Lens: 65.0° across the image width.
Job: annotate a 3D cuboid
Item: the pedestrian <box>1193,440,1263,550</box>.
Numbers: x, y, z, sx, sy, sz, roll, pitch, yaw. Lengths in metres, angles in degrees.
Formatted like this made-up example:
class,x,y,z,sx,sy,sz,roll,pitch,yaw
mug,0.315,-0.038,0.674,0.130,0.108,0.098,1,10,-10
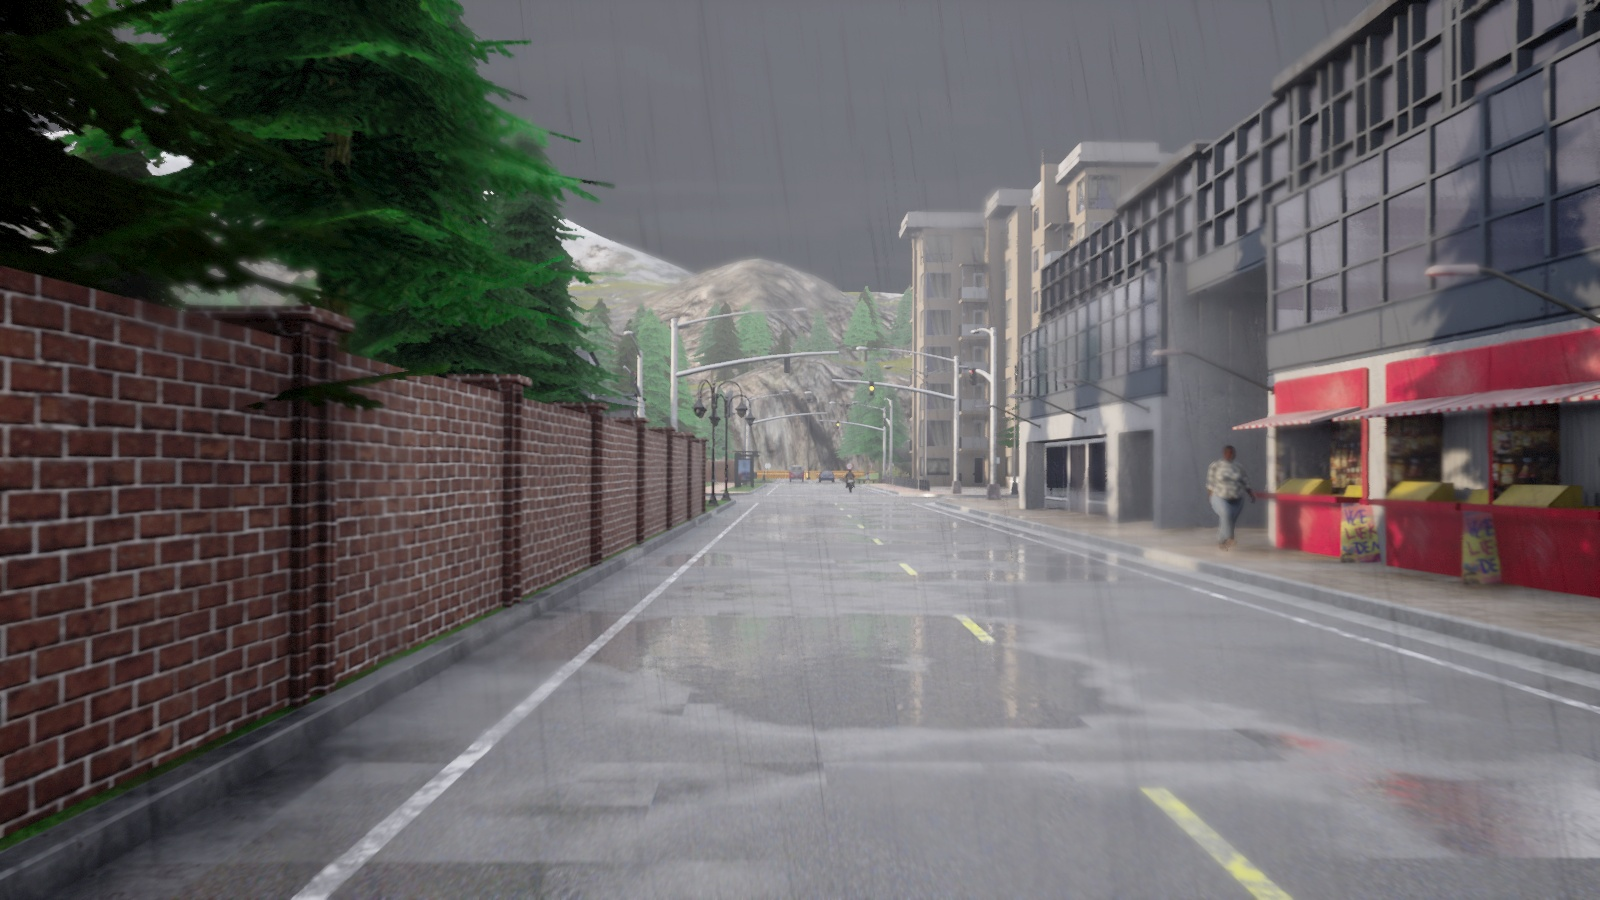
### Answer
class,x,y,z,sx,sy,sz,roll,pitch,yaw
pedestrian,7.400,0.768,21.765,0.874,1.855,0.900,0,-1,-1
